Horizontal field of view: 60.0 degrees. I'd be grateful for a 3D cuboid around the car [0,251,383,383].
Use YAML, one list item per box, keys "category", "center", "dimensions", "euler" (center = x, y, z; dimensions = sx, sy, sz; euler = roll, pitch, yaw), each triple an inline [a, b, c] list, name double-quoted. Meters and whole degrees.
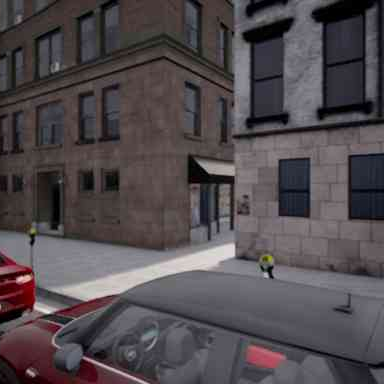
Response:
- category: "car"
  center: [-0.070, 1.442, 2.858]
  dimensions: [4.097, 1.590, 1.967]
  euler: [0, 0, 35]
